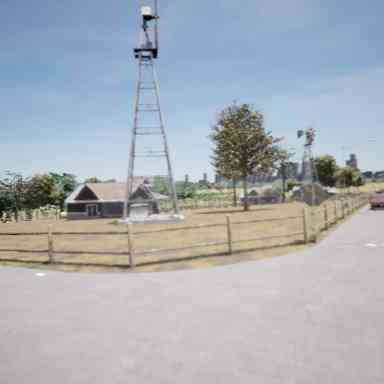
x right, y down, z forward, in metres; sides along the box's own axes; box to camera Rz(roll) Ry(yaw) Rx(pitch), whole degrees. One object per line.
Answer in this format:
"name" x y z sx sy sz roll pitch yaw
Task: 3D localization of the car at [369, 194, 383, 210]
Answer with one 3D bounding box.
"car" 18.729 0.936 32.856 1.882 1.535 5.008 -2 0 31
